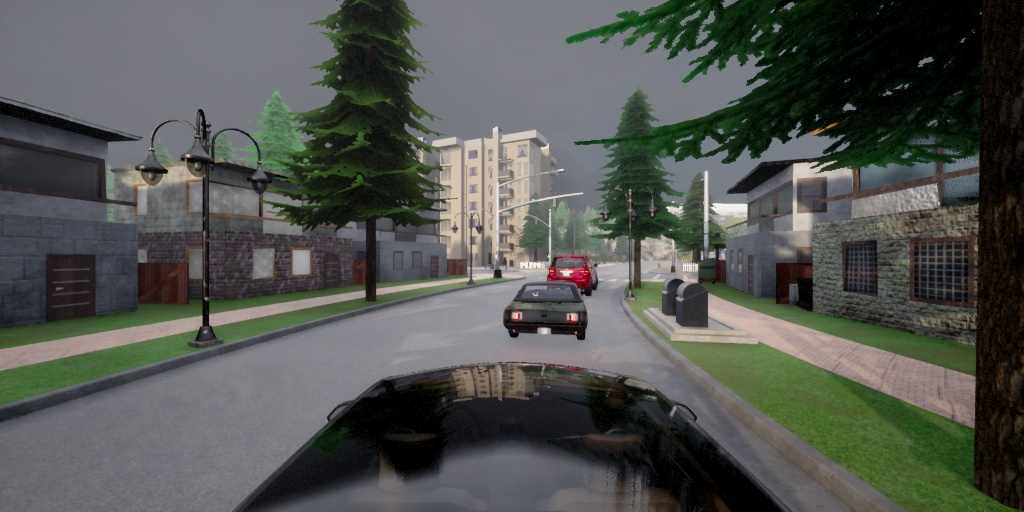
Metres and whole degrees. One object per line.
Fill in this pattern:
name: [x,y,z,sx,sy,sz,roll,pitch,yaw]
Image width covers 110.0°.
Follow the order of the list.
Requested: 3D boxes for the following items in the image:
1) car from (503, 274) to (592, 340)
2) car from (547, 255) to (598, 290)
car: [1.076,1.351,10.025,1.895,1.301,4.718,0,0,9]
car: [3.379,0.971,19.519,2.150,2.045,5.566,0,0,18]
